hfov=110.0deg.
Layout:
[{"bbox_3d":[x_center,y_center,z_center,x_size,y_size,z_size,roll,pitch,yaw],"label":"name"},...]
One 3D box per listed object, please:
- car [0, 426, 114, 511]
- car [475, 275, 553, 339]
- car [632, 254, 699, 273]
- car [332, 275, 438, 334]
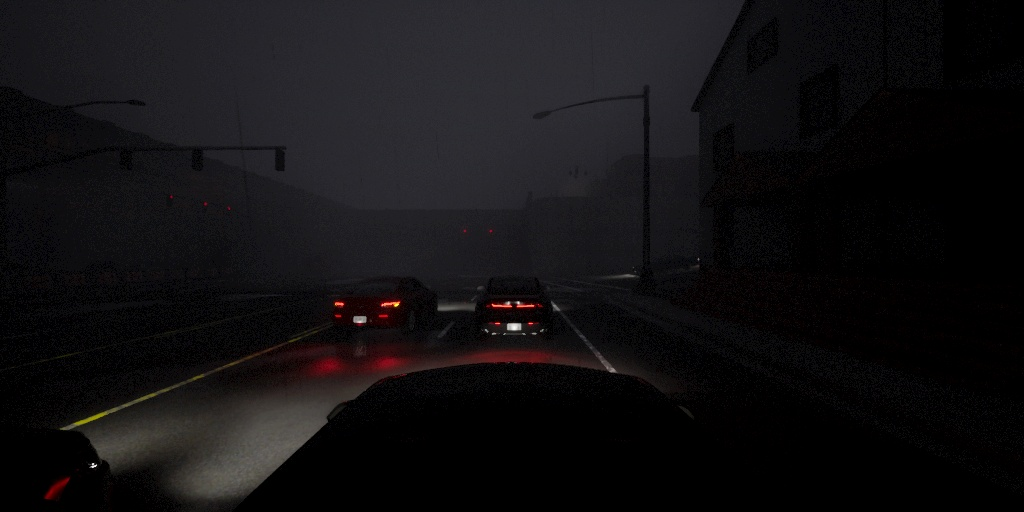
[{"bbox_3d":[-3.401,1.255,0.168,1.837,1.490,4.892,0,0,0],"label":"car"},{"bbox_3d":[0.044,1.255,10.034,1.837,1.490,4.892,0,0,0],"label":"car"},{"bbox_3d":[13.035,0.603,30.422,5.357,1.411,2.033,-7,0,-1],"label":"car"},{"bbox_3d":[-3.451,1.276,10.451,1.812,1.442,4.674,0,0,0],"label":"car"}]
